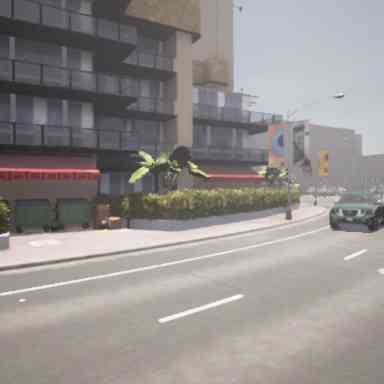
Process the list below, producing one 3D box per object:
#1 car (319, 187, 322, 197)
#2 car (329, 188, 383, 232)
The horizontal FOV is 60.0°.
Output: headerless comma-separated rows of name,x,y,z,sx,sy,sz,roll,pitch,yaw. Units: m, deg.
car,35.223,0.314,87.102,2.185,1.767,4.553,-1,0,-29
car,9.601,0.995,19.033,2.150,2.045,5.566,0,1,37
